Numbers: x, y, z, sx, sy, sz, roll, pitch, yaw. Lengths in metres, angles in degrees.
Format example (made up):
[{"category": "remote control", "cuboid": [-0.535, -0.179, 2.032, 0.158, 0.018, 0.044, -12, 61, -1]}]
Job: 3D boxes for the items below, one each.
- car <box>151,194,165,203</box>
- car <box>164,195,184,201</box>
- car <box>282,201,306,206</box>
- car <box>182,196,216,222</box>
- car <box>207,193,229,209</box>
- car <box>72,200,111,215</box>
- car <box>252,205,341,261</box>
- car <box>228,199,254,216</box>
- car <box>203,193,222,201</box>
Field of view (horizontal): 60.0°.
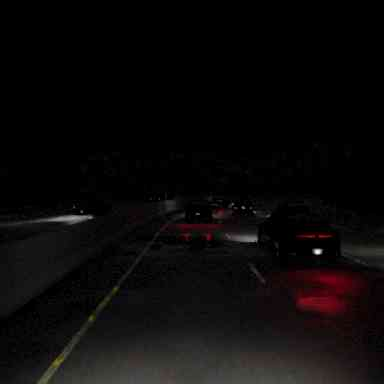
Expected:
[{"category": "car", "cuboid": [-5.439, 1.169, 58.970, 1.837, 1.490, 4.892, 0, 0, 23]}, {"category": "car", "cuboid": [-1.940, 1.251, 48.305, 1.812, 1.442, 4.674, 0, 0, 18]}, {"category": "car", "cuboid": [7.588, 1.384, 24.930, 1.812, 1.442, 4.674, 0, 0, 5]}, {"category": "car", "cuboid": [0.609, 1.335, 25.140, 1.882, 1.535, 5.008, 0, 0, 5]}, {"category": "car", "cuboid": [3.448, 1.258, 41.165, 2.128, 1.511, 4.902, 0, 0, 15]}, {"category": "car", "cuboid": [-9.427, 1.422, 31.576, 1.895, 1.301, 4.718, 0, 0, 9]}, {"category": "car", "cuboid": [3.604, 1.437, 11.947, 1.837, 1.490, 4.892, 0, 0, 0]}, {"category": "car", "cuboid": [4.681, 1.374, 30.430, 2.033, 1.411, 5.357, 0, 0, 9]}, {"category": "car", "cuboid": [4.317, 1.059, 70.574, 2.128, 1.511, 4.902, 0, 0, 28]}]
